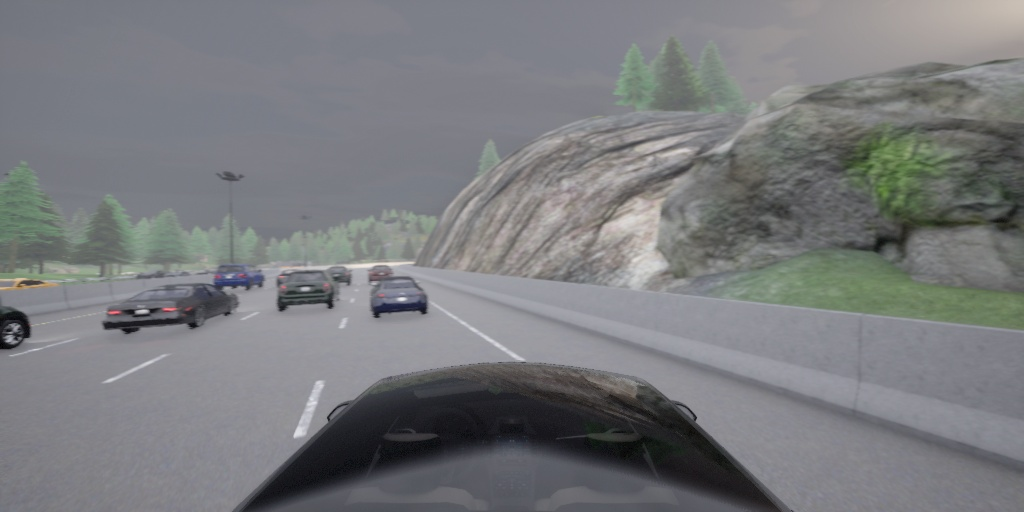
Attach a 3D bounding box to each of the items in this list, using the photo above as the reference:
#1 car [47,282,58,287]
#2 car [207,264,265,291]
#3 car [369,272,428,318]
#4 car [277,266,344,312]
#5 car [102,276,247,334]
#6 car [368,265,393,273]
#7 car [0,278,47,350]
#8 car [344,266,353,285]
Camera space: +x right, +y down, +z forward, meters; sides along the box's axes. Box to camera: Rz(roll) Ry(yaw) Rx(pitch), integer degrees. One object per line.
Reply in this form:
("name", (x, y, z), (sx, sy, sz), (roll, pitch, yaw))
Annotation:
("car", (-30.356, 2.132, 21.656), (1.882, 1.535, 5.008), (-1, 0, -22))
("car", (-21.628, 1.688, 28.599), (2.150, 2.045, 5.566), (-1, 0, -22))
("car", (-4.594, 1.507, 14.372), (1.994, 1.385, 4.181), (-1, 0, -22))
("car", (-9.335, 1.430, 16.785), (2.097, 1.767, 4.553), (-1, 0, -22))
("car", (-11.345, 1.654, 12.416), (2.033, 1.411, 5.357), (-1, 0, -22))
("car", (-12.165, 1.599, 33.210), (2.097, 1.767, 4.553), (-1, 0, -22))
("car", (-13.147, 1.476, 7.463), (2.097, 1.767, 4.553), (-1, 0, -22))
("car", (-15.411, 1.676, 31.902), (2.097, 1.767, 4.553), (-1, 0, -22))
